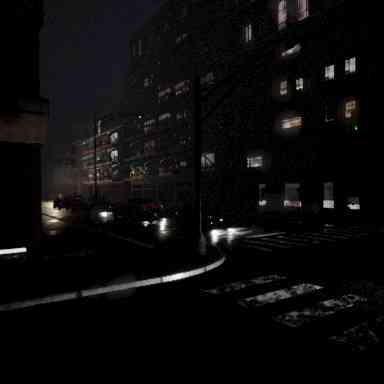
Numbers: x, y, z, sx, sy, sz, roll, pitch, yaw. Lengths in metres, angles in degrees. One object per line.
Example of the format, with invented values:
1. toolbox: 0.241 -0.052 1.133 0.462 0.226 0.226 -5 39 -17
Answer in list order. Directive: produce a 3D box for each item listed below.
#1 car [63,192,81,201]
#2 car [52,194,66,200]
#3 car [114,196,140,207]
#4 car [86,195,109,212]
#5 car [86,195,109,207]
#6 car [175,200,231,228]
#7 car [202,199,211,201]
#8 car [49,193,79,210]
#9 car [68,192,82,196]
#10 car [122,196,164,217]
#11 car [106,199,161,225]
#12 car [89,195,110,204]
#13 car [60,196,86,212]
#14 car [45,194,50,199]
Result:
1. car: -25.016 0.936 69.247 2.192 1.841 5.009 -1 1 -35
2. car: -31.459 1.125 78.611 2.008 1.369 4.403 -1 1 -35
3. car: -8.999 1.266 45.987 1.752 1.417 4.829 -1 1 -35
4. car: -9.846 1.426 37.017 1.994 1.385 4.181 -1 1 -35
5. car: -13.795 1.267 48.293 1.837 1.490 4.892 -1 1 -34
6. car: 0.648 1.508 21.767 1.994 1.385 4.181 -1 1 -34
7. car: 0.849 1.360 31.868 1.887 1.381 4.507 -1 1 -35
8. car: -15.802 1.313 41.093 1.967 1.590 4.097 -1 1 -35
9. car: -19.750 1.210 56.854 2.128 1.511 4.902 -1 1 -35
10. car: -4.248 1.258 28.872 2.097 1.767 4.553 -1 1 -35
11. car: -4.344 1.509 24.224 1.887 1.381 4.507 -1 1 -35
12. car: -15.443 1.217 55.348 1.752 1.417 4.829 -1 1 -35
13. car: -12.579 1.449 36.414 2.008 1.369 4.403 -1 1 -35
14. car: -34.778 1.076 83.431 1.752 1.417 4.829 -1 1 -35
